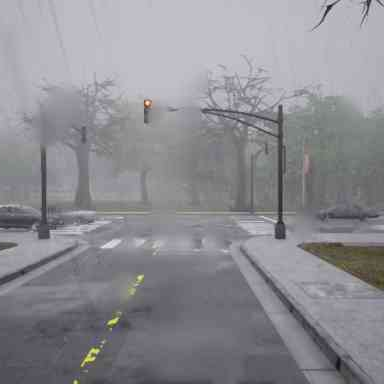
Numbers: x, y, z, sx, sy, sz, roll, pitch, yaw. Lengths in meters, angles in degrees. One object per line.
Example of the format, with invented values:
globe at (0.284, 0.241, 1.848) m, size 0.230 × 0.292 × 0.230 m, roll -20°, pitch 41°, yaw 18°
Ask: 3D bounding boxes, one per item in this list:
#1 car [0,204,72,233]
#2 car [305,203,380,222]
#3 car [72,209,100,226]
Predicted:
car at (-9.927, 1.501, 19.366) m, size 4.892 × 1.490 × 1.837 m, roll 0°, pitch 0°, yaw 6°
car at (11.824, 1.563, 26.330) m, size 5.357 × 1.411 × 2.033 m, roll 0°, pitch 0°, yaw 0°
car at (-8.876, 1.594, 22.884) m, size 4.718 × 1.301 × 1.895 m, roll 0°, pitch 0°, yaw 0°
